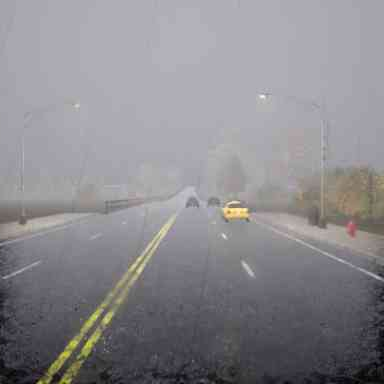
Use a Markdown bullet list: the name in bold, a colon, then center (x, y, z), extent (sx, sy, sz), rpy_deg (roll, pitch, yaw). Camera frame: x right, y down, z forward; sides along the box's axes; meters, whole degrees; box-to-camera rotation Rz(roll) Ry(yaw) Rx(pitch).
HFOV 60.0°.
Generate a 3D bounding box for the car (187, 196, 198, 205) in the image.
- **car**: center (0.010, 1.435, 59.468), extent (1.882, 1.535, 5.008), rpy_deg (0, 0, 0)

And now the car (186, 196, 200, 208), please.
- **car**: center (0.108, 1.498, 46.739), extent (1.812, 1.442, 4.674), rpy_deg (0, 0, 0)

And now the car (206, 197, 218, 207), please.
- **car**: center (3.265, 1.448, 50.764), extent (1.882, 1.535, 5.008), rpy_deg (0, 0, 0)

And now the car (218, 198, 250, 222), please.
- **car**: center (3.320, 1.440, 26.180), extent (1.801, 1.575, 5.366), rpy_deg (0, 0, 0)
